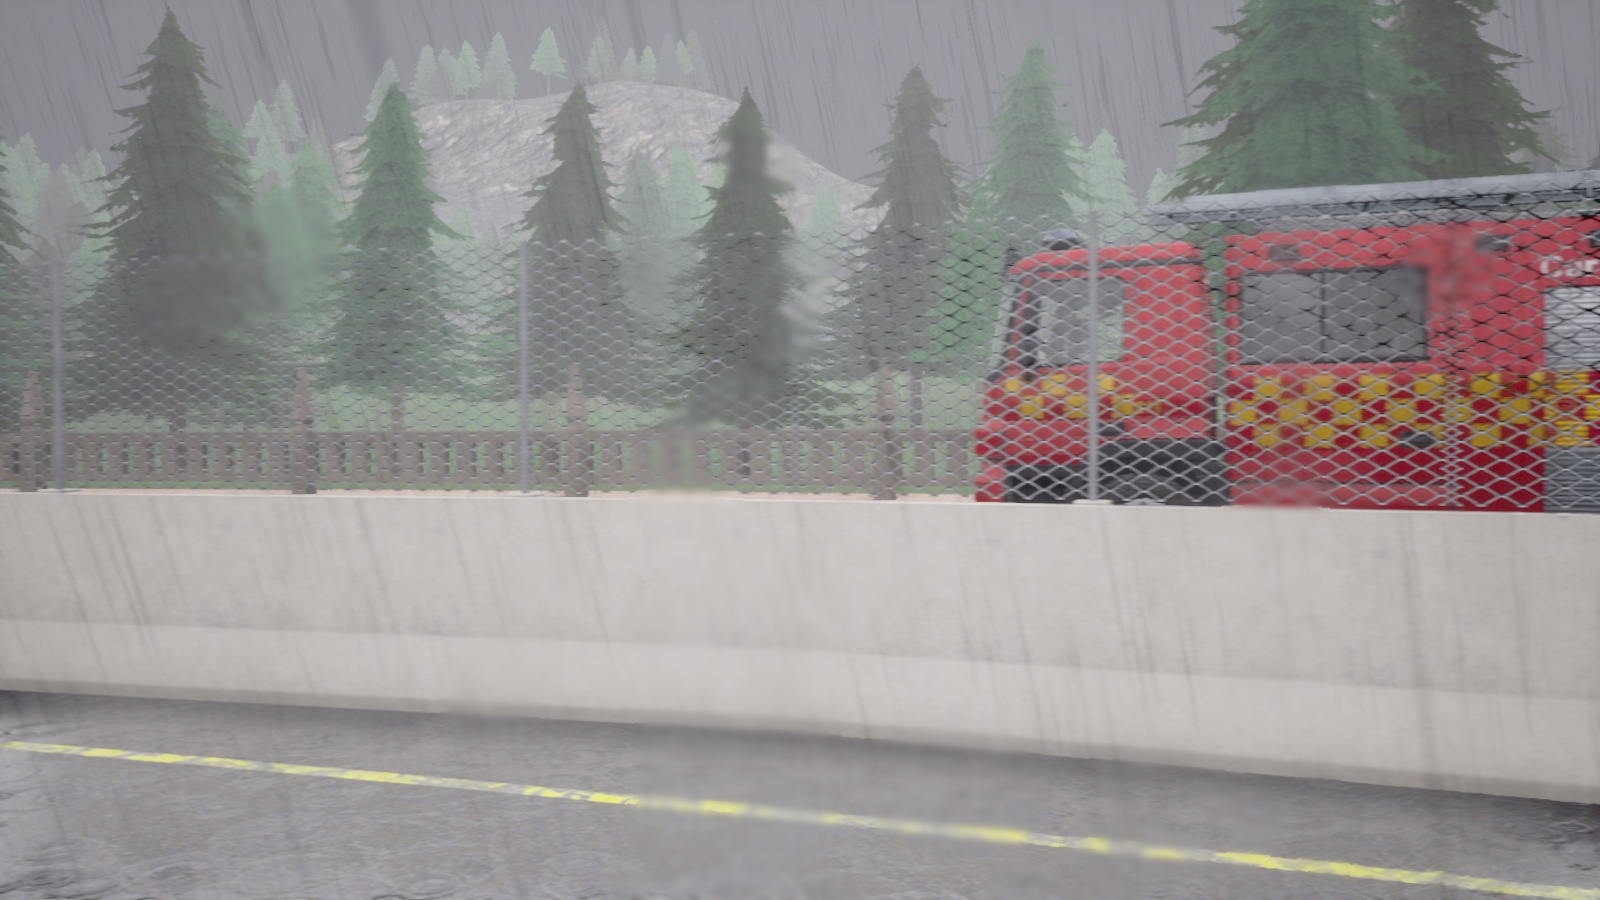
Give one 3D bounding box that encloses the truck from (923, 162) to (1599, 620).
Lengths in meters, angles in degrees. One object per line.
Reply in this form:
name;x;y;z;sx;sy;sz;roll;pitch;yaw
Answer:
truck;5.712;-0.522;12.392;8.468;3.827;2.891;1;1;20
